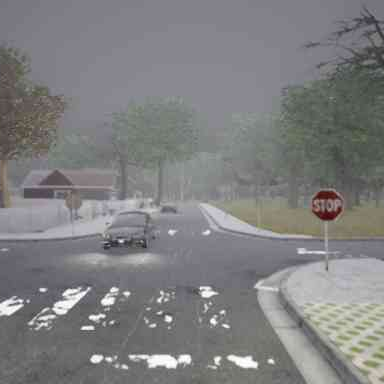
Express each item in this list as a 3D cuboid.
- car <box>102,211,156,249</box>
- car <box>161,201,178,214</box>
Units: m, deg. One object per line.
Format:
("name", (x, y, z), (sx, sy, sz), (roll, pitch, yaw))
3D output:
("car", (-2.774, 1.689, 15.442), (1.837, 1.490, 4.892), (-1, 0, 0))
("car", (-2.793, 1.884, 41.311), (1.882, 1.535, 5.008), (0, 0, 0))
